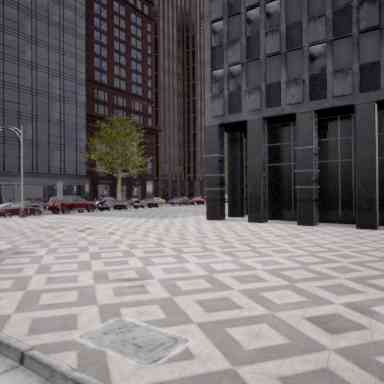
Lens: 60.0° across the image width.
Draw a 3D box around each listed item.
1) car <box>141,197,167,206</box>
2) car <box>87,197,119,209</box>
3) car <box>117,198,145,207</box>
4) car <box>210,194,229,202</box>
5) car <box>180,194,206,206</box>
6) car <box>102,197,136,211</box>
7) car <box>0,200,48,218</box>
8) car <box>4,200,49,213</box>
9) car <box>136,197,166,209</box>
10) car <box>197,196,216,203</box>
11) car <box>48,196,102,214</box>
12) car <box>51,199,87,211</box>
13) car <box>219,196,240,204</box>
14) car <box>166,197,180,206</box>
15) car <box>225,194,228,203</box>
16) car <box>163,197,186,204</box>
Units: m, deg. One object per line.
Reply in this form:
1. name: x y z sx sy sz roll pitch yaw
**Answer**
1. car: -6.520 1.546 57.230 1.752 1.417 4.829 -1 0 35
2. car: -12.818 1.486 48.079 1.967 1.590 4.097 -1 0 35
3. car: -9.620 1.614 52.725 1.802 1.307 4.206 -1 0 35
4. car: 6.361 1.298 75.956 2.192 1.841 5.009 -1 0 35
5. car: 0.595 1.464 52.534 1.887 1.381 4.507 -1 0 35
6. car: -8.993 1.526 38.598 1.947 1.339 4.313 -1 0 35
7. car: -15.385 1.577 29.307 1.802 1.307 4.206 -1 0 35
8. car: -19.209 1.644 38.787 1.947 1.339 4.313 -1 0 35
9. car: -5.797 1.510 43.242 1.947 1.339 4.313 -1 0 35
10. car: 3.166 1.537 71.309 1.887 1.381 4.507 -1 0 35
11. car: -12.191 1.291 33.954 2.192 1.841 5.009 -1 0 35
12. car: -16.013 1.643 43.433 1.802 1.307 4.206 -1 0 35
13. car: 6.988 1.465 61.824 1.947 1.339 4.313 -1 0 35
14. car: -1.647 1.498 53.893 2.033 1.411 5.357 -1 0 35
15. car: 3.790 1.224 57.181 2.192 1.841 5.009 -1 0 35
16. car: -3.227 1.576 62.017 1.947 1.339 4.313 -1 0 35
